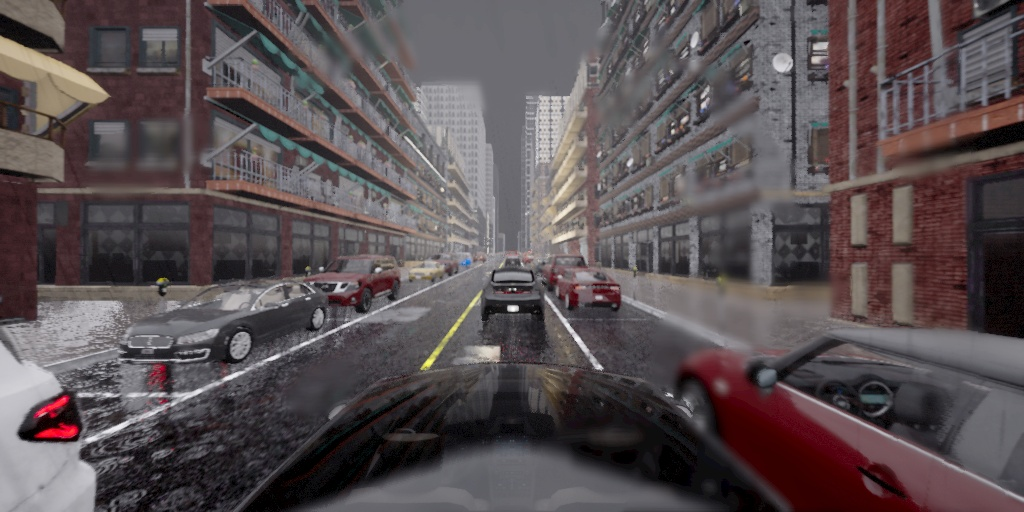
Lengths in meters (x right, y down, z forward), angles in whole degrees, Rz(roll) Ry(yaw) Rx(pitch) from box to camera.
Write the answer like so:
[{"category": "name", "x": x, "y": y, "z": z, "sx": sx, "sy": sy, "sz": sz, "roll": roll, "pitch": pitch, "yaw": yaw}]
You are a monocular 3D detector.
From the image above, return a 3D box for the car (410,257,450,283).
[{"category": "car", "x": -5.688, "y": 0.941, "z": 24.233, "sx": 1.751, "sy": 1.417, "sz": 4.829, "roll": 0, "pitch": 0, "yaw": 0}]

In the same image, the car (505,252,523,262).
[{"category": "car", "x": 0.105, "y": 0.588, "z": 44.968, "sx": 1.882, "sy": 1.535, "sz": 5.008, "roll": 0, "pitch": 1, "yaw": 0}]

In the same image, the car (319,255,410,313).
[{"category": "car", "x": -5.689, "y": 0.894, "z": 13.322, "sx": 2.192, "sy": 1.841, "sz": 5.009, "roll": 0, "pitch": 0, "yaw": 0}]

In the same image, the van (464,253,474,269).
[{"category": "van", "x": -5.687, "y": 0.510, "z": 41.022, "sx": 1.690, "sy": 1.789, "sz": 3.998, "roll": 0, "pitch": 0, "yaw": 0}]

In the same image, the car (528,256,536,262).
[{"category": "car", "x": 2.694, "y": 0.883, "z": 29.994, "sx": 2.007, "sy": 1.370, "sz": 4.403, "roll": 0, "pitch": 0, "yaw": 0}]

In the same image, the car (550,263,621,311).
[{"category": "car", "x": 2.693, "y": 1.124, "z": 13.375, "sx": 1.888, "sy": 1.381, "sz": 4.507, "roll": 0, "pitch": 0, "yaw": 0}]

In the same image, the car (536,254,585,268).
[{"category": "car", "x": 2.693, "y": 0.811, "z": 18.914, "sx": 2.192, "sy": 1.841, "sz": 5.009, "roll": 0, "pitch": 0, "yaw": 0}]

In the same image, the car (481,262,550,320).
[{"category": "car", "x": 0.020, "y": 1.105, "z": 11.927, "sx": 1.837, "sy": 1.490, "sz": 4.892, "roll": 0, "pitch": 1, "yaw": 0}]

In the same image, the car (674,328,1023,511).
[{"category": "car", "x": 2.691, "y": 1.181, "z": 2.294, "sx": 1.967, "sy": 1.591, "sz": 4.097, "roll": 0, "pitch": 0, "yaw": 0}]

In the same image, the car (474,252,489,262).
[{"category": "car", "x": -5.685, "y": 0.153, "z": 63.181, "sx": 2.192, "sy": 1.841, "sz": 5.009, "roll": 0, "pitch": 0, "yaw": 0}]

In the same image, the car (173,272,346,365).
[{"category": "car", "x": -5.690, "y": 1.211, "z": 7.782, "sx": 2.007, "sy": 1.370, "sz": 4.403, "roll": 0, "pitch": 0, "yaw": 0}]

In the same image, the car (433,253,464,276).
[{"category": "car", "x": -5.688, "y": 0.648, "z": 29.942, "sx": 2.192, "sy": 1.841, "sz": 5.009, "roll": 0, "pitch": 0, "yaw": 0}]

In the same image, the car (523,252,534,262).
[{"category": "car", "x": 2.696, "y": 0.549, "z": 52.153, "sx": 1.888, "sy": 1.381, "sz": 4.507, "roll": 0, "pitch": 0, "yaw": 0}]

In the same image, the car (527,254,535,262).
[{"category": "car", "x": 2.695, "y": 0.776, "z": 35.704, "sx": 1.751, "sy": 1.417, "sz": 4.829, "roll": 0, "pitch": 0, "yaw": 0}]
